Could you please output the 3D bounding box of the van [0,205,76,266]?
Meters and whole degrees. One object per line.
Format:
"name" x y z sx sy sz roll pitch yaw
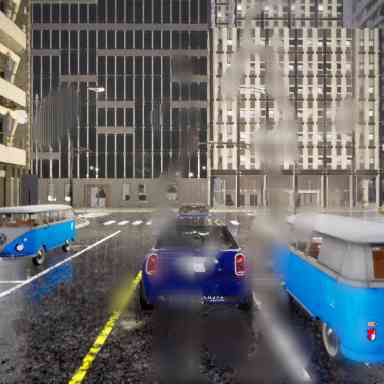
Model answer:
"van" -5.336 1.346 11.272 1.690 1.788 3.998 0 0 0

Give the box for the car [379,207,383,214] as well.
"car" 18.979 1.491 29.029 4.829 1.417 1.752 0 0 0

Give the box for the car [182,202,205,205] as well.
"car" 0.084 1.360 18.004 2.097 1.767 4.553 0 0 0

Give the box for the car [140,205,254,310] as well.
"car" 0.083 1.355 7.978 2.097 1.767 4.553 0 0 0

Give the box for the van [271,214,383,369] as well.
"van" 2.557 1.343 5.605 1.690 1.788 3.998 0 0 0
